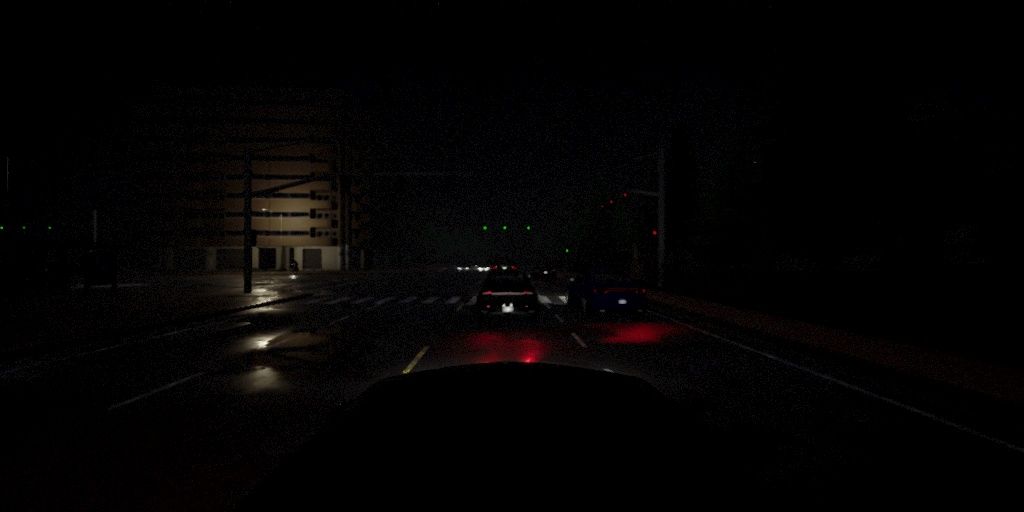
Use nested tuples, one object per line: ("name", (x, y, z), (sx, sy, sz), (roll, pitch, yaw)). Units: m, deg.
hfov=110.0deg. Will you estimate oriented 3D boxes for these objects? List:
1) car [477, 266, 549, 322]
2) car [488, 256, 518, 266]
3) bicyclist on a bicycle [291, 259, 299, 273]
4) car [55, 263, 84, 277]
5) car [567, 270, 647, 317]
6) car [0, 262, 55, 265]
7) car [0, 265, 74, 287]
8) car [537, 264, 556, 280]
("car", (-0.168, 1.266, 12.373), (2.128, 1.511, 4.902), (0, 0, -1))
("car", (-0.655, 1.057, 30.850), (2.150, 2.045, 5.566), (0, 0, -1))
("bicyclist on a bicycle", (-26.779, 1.253, 44.309), (0.582, 1.620, 1.656), (0, 0, -2))
("car", (-45.666, 1.443, 36.160), (5.008, 1.535, 1.882), (0, 0, -2))
("car", (3.310, 1.249, 13.396), (1.882, 1.535, 5.008), (0, 0, -1))
("car", (-45.557, 1.310, 32.662), (4.553, 1.767, 2.097), (0, 0, -2))
("car", (-35.489, 1.525, 25.984), (4.718, 1.301, 1.895), (0, 0, -2))
("car", (2.807, 1.383, 32.447), (1.994, 1.385, 4.181), (0, 0, -1))
